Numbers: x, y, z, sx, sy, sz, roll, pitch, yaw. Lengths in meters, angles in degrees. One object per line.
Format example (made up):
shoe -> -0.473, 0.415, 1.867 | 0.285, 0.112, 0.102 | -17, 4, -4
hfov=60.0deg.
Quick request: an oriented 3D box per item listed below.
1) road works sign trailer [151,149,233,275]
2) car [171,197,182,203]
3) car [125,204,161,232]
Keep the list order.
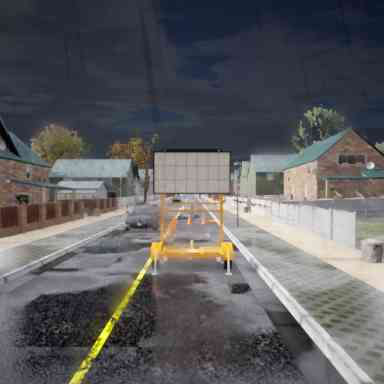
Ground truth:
road works sign trailer -> -0.001, 0.467, 10.427 | 2.380, 3.560, 2.880 | 0, 0, 0
car -> -2.824, 1.597, 61.040 | 1.895, 1.301, 4.718 | 0, 0, 0
car -> -2.852, 1.510, 20.423 | 1.837, 1.490, 4.892 | 0, 0, 0
